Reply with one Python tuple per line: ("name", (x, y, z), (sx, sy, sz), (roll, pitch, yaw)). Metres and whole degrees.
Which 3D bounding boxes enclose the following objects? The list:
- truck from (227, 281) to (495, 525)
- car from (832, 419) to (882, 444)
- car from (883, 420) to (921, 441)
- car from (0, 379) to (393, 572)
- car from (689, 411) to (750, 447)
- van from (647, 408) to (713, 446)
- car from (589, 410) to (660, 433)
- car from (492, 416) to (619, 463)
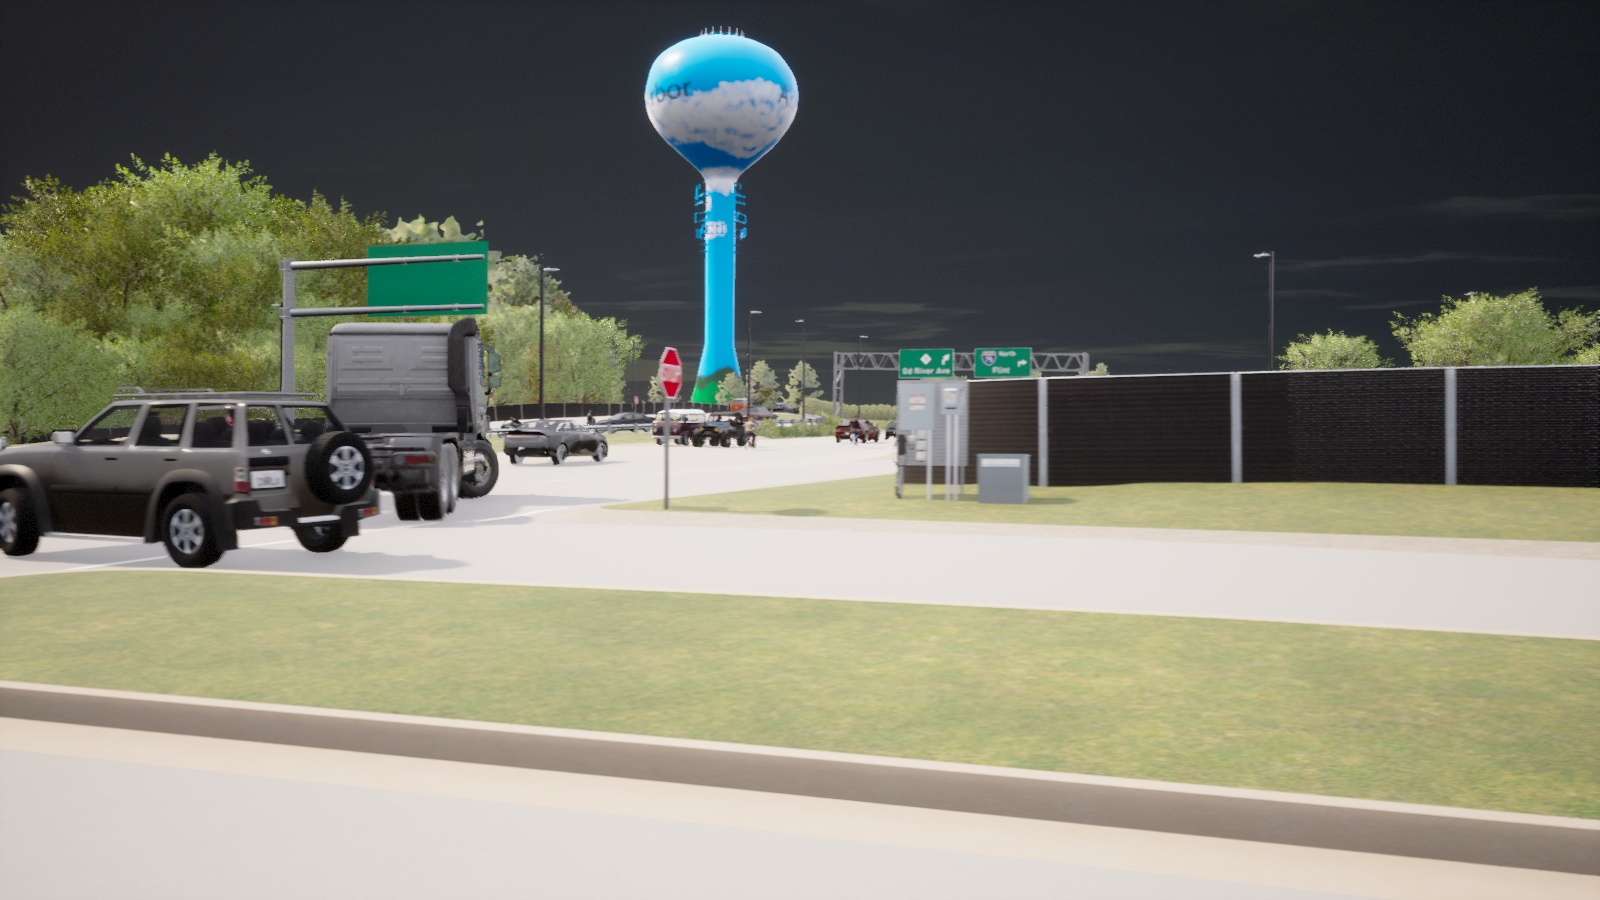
("truck", (-7.232, -0.770, 21.957), (2.891, 3.462, 7.936), (0, 2, -8))
("car", (3.665, -1.206, 79.482), (1.882, 1.535, 5.008), (1, 2, 18))
("car", (7.387, -1.437, 90.853), (1.816, 1.474, 4.193), (1, 2, 18))
("car", (-6.969, 0.196, 13.935), (4.605, 1.855, 1.932), (1, 2, 26))
("car", (-4.245, -1.127, 66.558), (1.905, 1.878, 3.866), (1, 2, 18))
("van", (-6.689, -1.324, 70.338), (2.069, 2.038, 4.480), (1, 2, 18))
("car", (-12.971, -2.137, 92.858), (5.008, 1.535, 1.882), (-4, 3, -43))
("car", (-8.280, -0.395, 43.001), (2.128, 1.511, 4.902), (1, 2, 18))
